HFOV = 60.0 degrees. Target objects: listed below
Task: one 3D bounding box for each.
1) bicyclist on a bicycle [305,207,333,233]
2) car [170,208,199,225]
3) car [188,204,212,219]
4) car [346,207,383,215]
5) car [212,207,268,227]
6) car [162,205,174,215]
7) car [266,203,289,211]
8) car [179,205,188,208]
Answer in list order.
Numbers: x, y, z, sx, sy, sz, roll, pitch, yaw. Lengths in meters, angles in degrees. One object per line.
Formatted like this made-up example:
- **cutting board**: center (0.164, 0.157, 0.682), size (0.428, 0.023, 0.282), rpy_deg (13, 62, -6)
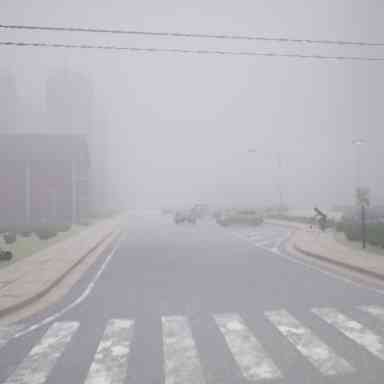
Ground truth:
- **bicyclist on a bicycle**: center (8.112, 1.797, 21.311), size (1.656, 1.620, 0.582), rpy_deg (-2, -2, 26)
- **car**: center (-0.847, 2.609, 34.022), size (1.895, 1.301, 4.718), rpy_deg (-1, -2, -8)
- **car**: center (1.898, 2.538, 43.065), size (3.866, 1.878, 1.905), rpy_deg (-1, -2, -7)
- **car**: center (16.850, 2.204, 32.679), size (3.905, 1.438, 1.784), rpy_deg (-1, -2, -7)
- **car**: center (4.259, 2.309, 29.780), size (4.193, 1.474, 1.816), rpy_deg (-1, -2, -7)
- **car**: center (-4.141, 3.093, 57.469), size (2.097, 1.767, 4.553), rpy_deg (-1, -1, -8)
- **car**: center (13.677, 2.688, 54.930), size (4.605, 1.855, 1.932), rpy_deg (-1, -2, -7)
- **car**: center (-1.321, 3.451, 67.040), size (4.611, 1.667, 2.242), rpy_deg (-1, -2, -7)
